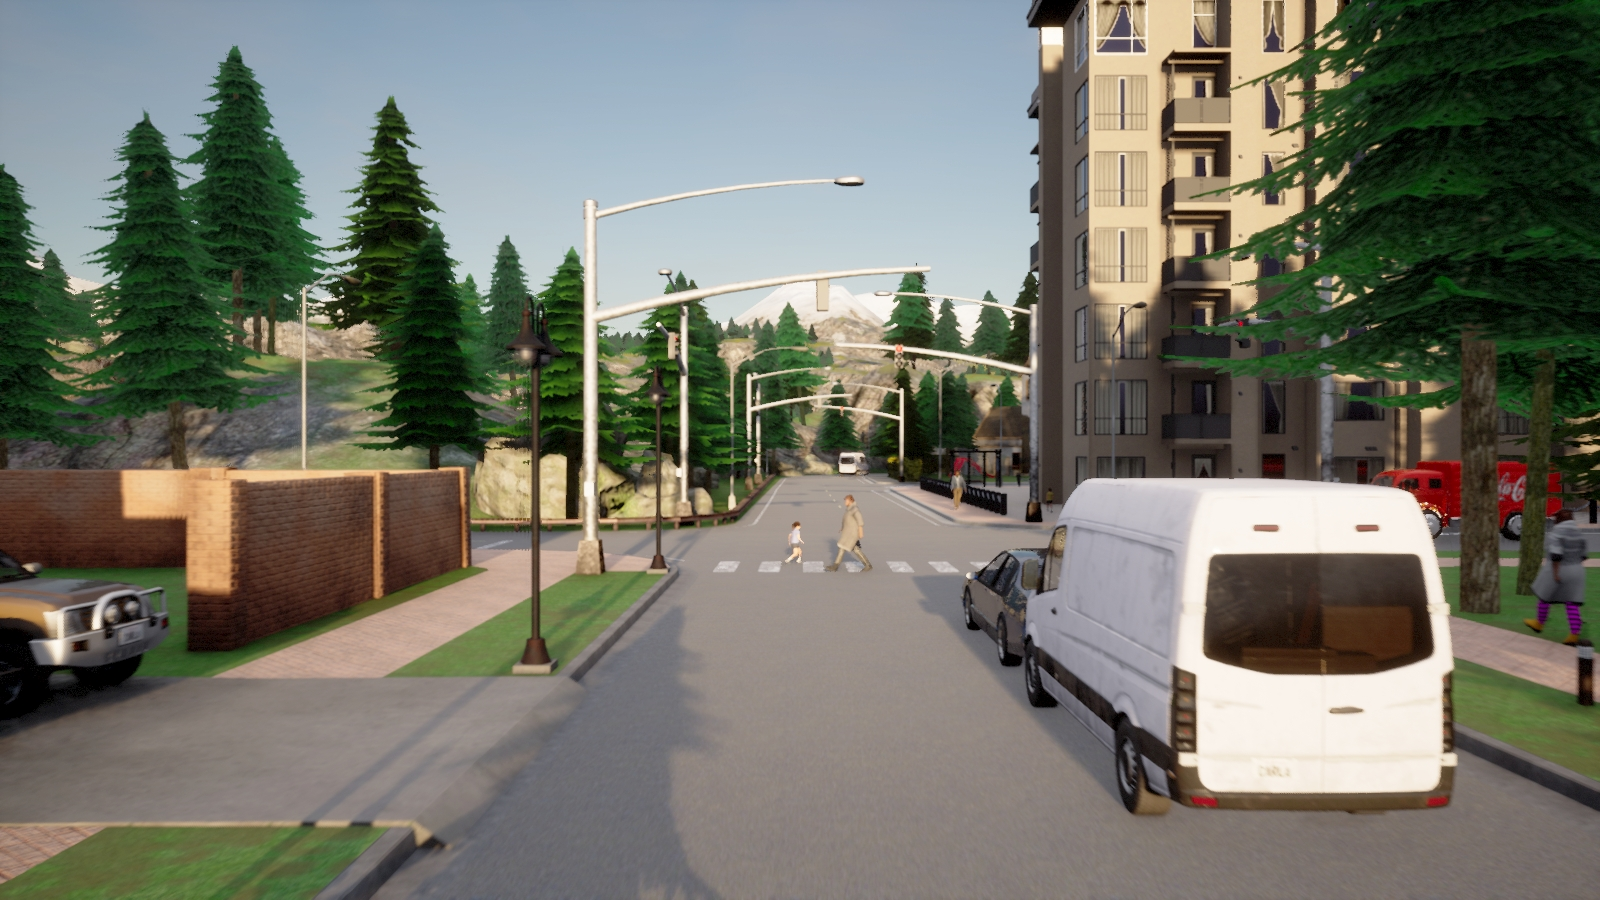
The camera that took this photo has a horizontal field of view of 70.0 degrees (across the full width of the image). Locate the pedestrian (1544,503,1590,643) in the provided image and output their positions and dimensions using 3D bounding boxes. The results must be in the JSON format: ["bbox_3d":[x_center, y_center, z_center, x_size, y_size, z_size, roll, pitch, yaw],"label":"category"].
[{"bbox_3d":[10.424,1.664,15.534,0.375,1.860,0.375,0,0,0],"label":"pedestrian"}]

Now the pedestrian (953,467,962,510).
[{"bbox_3d":[6.881,1.691,50.046,0.375,1.860,0.375,0,0,10],"label":"pedestrian"}]

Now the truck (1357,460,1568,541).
[{"bbox_3d":[20.987,1.549,36.429,5.204,2.467,2.627,0,0,1],"label":"truck"}]

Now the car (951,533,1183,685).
[{"bbox_3d":[3.510,2.072,16.167,2.033,1.411,5.357,0,0,0],"label":"car"}]

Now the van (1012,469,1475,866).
[{"bbox_3d":[3.514,1.501,10.597,1.988,2.561,5.915,0,0,0],"label":"van"}]

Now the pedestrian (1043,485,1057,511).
[{"bbox_3d":[10.692,2.059,48.838,0.500,1.100,0.500,0,0,-1],"label":"pedestrian"}]

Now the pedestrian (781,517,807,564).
[{"bbox_3d":[-0.150,2.198,27.939,0.500,1.100,0.500,0,0,-23],"label":"pedestrian"}]

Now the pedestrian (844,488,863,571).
[{"bbox_3d":[1.223,1.817,26.182,0.375,1.860,0.375,0,0,-11],"label":"pedestrian"}]
